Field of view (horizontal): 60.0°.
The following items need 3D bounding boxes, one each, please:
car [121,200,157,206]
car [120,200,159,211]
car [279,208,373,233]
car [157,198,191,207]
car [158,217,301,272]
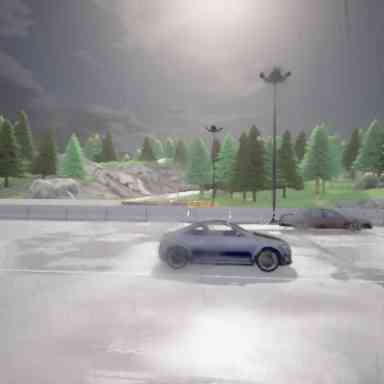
[{"bbox_3d":[-5.939,1.663,32.606,4.181,1.385,1.994,0,0,5],"label":"car"},{"bbox_3d":[-6.777,1.743,43.232,4.718,1.301,1.895,0,0,5],"label":"car"},{"bbox_3d":[8.051,1.717,20.529,5.357,1.411,2.033,0,0,5],"label":"car"},{"bbox_3d":[-2.643,1.725,39.325,4.181,1.385,1.994,0,0,5],"label":"car"},{"bbox_3d":[1.031,1.622,10.639,4.181,1.385,1.994,1,0,5],"label":"car"}]
